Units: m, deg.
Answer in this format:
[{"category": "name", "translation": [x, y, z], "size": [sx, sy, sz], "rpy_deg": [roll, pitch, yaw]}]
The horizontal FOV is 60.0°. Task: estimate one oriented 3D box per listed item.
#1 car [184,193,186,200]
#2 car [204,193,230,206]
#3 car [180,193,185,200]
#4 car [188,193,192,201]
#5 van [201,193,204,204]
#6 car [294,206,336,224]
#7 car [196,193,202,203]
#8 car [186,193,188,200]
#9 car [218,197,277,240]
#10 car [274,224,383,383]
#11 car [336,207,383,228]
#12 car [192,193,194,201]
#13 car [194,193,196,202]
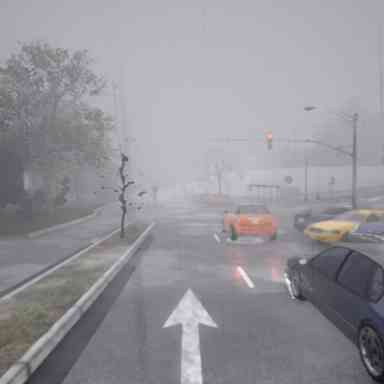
[{"category": "car", "translation": [1.161, 1.366, 85.064], "size": [4.553, 1.767, 2.185], "rpy_deg": [1, 0, -27]}, {"category": "car", "translation": [4.895, 1.455, 55.249], "size": [4.553, 1.767, 2.185], "rpy_deg": [0, 0, -27]}, {"category": "car", "translation": [0.444, 1.240, 91.048], "size": [5.566, 2.045, 2.435], "rpy_deg": [1, 0, -27]}, {"category": "car", "translation": [2.754, 1.269, 73.186], "size": [5.566, 2.045, 2.435], "rpy_deg": [0, 0, -27]}, {"category": "van", "translation": [4.485, 1.343, 58.198], "size": [4.442, 1.987, 1.878], "rpy_deg": [0, 0, -27]}, {"category": "car", "translation": [7.359, 1.446, 14.427], "size": [5.366, 1.575, 1.946], "rpy_deg": [1, 0, -22]}, {"category": "car", "translation": [4.208, 1.308, 61.224], "size": [5.566, 2.045, 2.435], "rpy_deg": [1, 0, -27]}, {"category": "car", "translation": [1.967, 1.504, 79.123], "size": [4.892, 1.521, 2.231], "rpy_deg": [1, 0, -27]}, {"category": "car", "translation": [2.736, 1.322, 16.830], "size": [2.097, 1.767, 4.553], "rpy_deg": [0, 0, -2]}, {"category": "car", "translation": [3.033, 1.536, 5.297], "size": [2.033, 1.411, 5.357], "rpy_deg": [0, 0, 0]}, {"category": "car", "translation": [7.647, 1.332, 11.487], "size": [4.553, 1.767, 2.185], "rpy_deg": [1, 0, -22]}, {"category": "car", "translation": [3.274, 1.528, 70.280], "size": [5.366, 1.575, 1.946], "rpy_deg": [0, 0, -27]}, {"category": "car", "translation": [3.888, 1.298, 64.244], "size": [5.566, 2.045, 2.435], "rpy_deg": [0, 0, -27]}]
